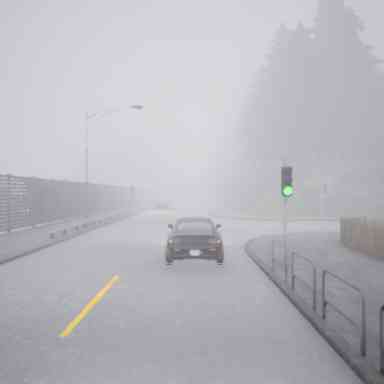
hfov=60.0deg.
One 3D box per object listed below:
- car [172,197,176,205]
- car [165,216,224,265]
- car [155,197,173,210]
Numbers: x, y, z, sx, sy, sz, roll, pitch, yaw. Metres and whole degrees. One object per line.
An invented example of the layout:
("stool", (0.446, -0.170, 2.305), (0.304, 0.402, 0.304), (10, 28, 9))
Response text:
("car", (-4.005, 1.773, 63.284), (1.837, 1.490, 4.892), (0, 0, 0))
("car", (0.088, 1.577, 11.811), (1.812, 1.442, 4.674), (0, 0, 0))
("car", (-4.074, 1.800, 46.944), (1.895, 1.301, 4.718), (0, 0, 0))
